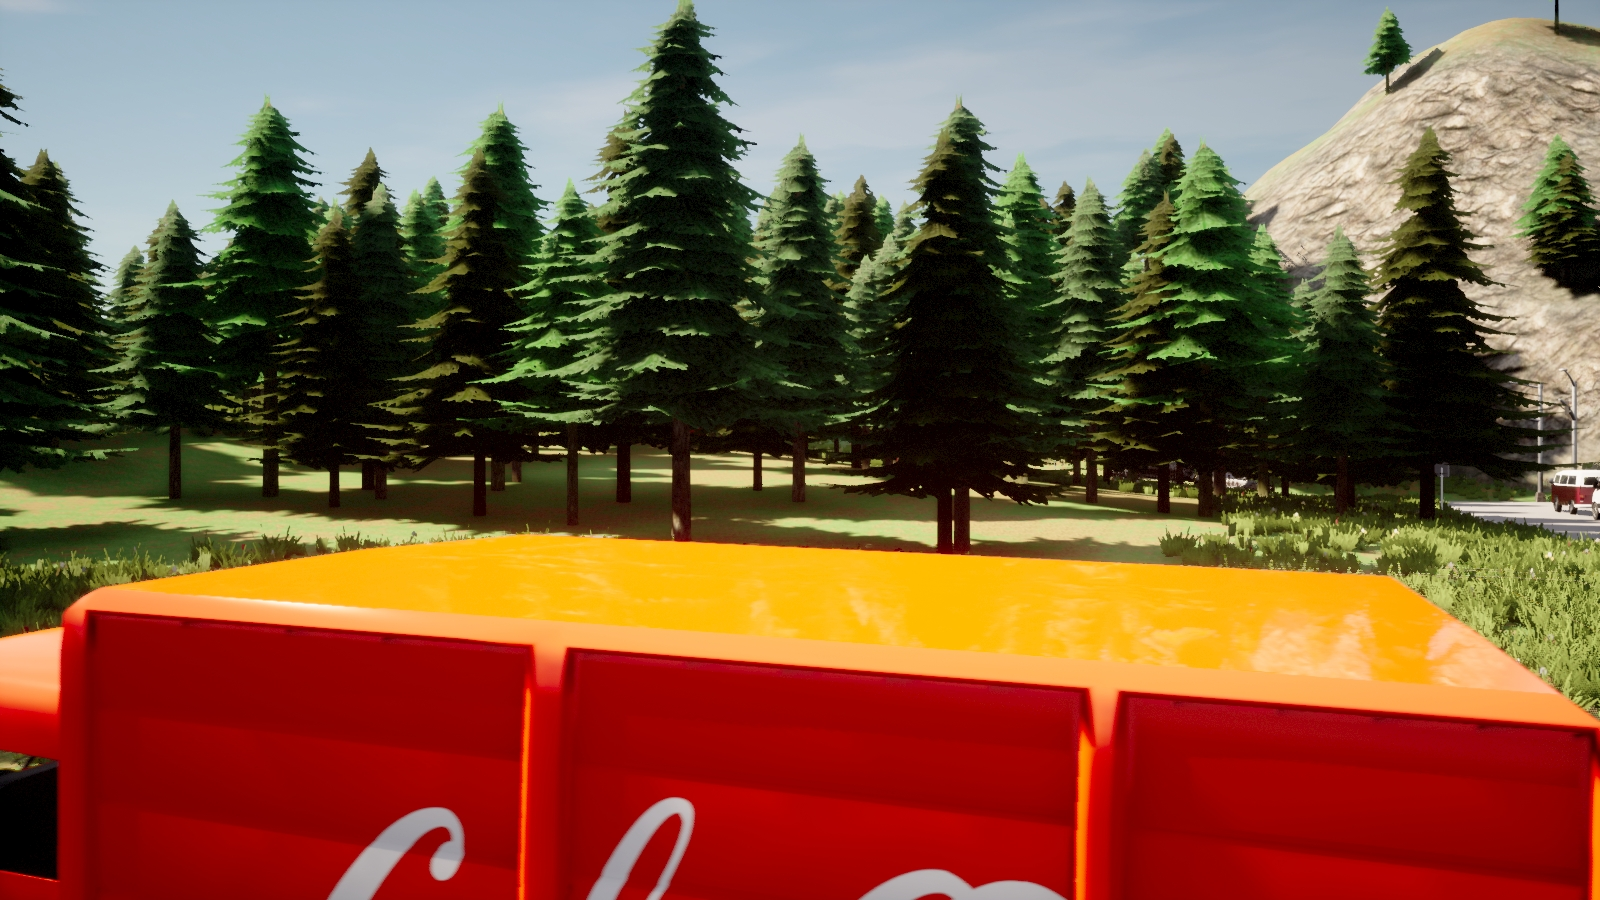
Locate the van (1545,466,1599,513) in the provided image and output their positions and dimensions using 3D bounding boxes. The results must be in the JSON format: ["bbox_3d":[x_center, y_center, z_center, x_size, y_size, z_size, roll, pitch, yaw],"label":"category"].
[{"bbox_3d":[36.159,1.782,52.642,2.069,2.038,4.480,0,0,20],"label":"van"}]

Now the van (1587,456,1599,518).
[{"bbox_3d":[33.726,1.534,45.978,1.988,2.561,5.915,0,0,20],"label":"van"}]

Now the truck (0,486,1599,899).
[{"bbox_3d":[-0.818,1.434,3.632,5.204,2.467,2.627,0,0,20],"label":"truck"}]
